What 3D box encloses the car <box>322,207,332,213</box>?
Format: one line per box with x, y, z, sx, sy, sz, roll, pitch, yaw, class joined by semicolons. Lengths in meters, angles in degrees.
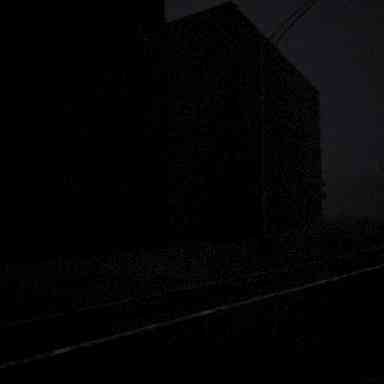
26.889;3.810;68.731;2.097;1.767;4.553;-2;-4;-15;car
